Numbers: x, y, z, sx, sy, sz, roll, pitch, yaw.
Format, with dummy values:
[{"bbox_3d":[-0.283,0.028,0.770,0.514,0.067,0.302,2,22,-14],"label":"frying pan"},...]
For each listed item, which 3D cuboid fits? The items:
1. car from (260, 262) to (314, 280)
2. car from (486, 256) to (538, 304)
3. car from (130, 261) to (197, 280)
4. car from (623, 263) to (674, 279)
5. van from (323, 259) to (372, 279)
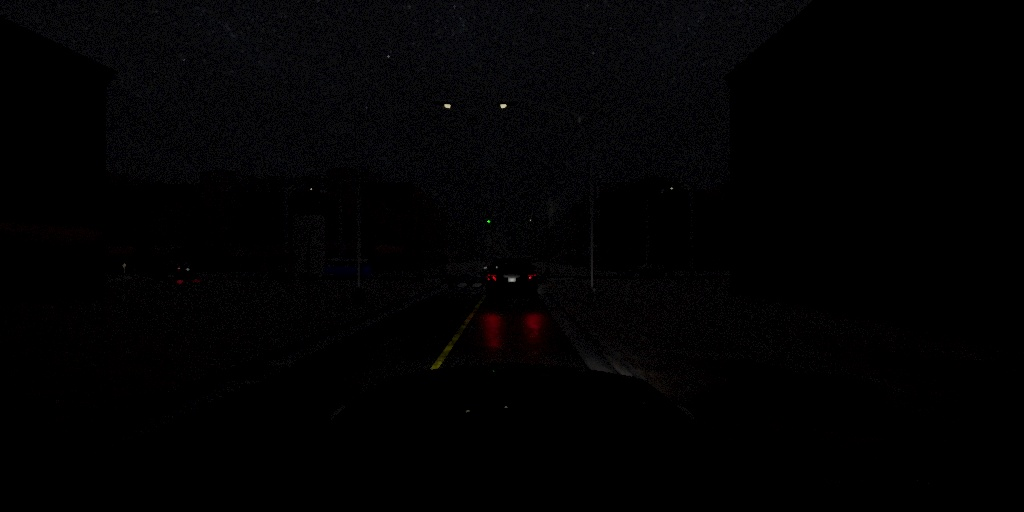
[{"bbox_3d":[-20.219,1.278,32.169,4.097,1.591,1.967,0,0,0],"label":"car"},{"bbox_3d":[0.000,1.020,16.531,2.150,2.045,5.566,0,0,0],"label":"car"},{"bbox_3d":[-31.275,1.223,32.230,4.553,1.767,2.097,0,0,0],"label":"car"},{"bbox_3d":[12.259,1.306,32.325,4.403,1.370,2.007,0,0,0],"label":"car"},{"bbox_3d":[-14.743,1.163,32.195,3.998,1.789,1.690,0,0,0],"label":"van"}]
